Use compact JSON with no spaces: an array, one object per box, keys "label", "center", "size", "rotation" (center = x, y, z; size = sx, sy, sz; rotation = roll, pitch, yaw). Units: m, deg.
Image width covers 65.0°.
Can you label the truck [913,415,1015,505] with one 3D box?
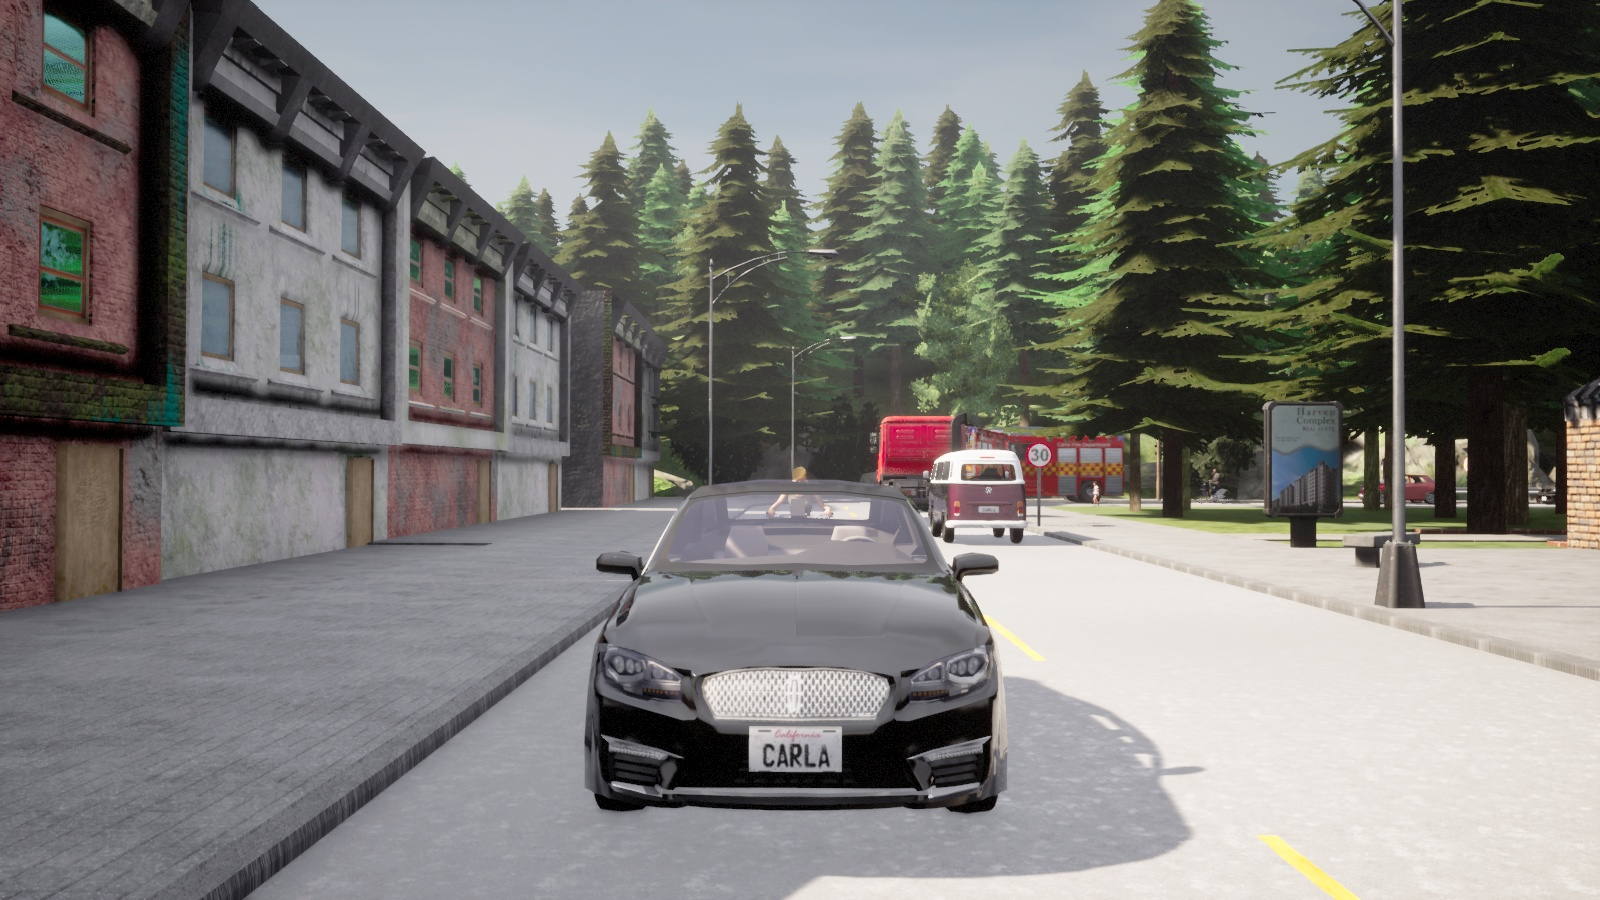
[{"label":"truck","center":[7.659,0.560,57.619],"size":[2.891,3.827,8.468],"rotation":[-1,-2,19]}]

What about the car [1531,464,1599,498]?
[{"label":"car","center":[39.875,1.562,63.444],"size":[4.611,1.667,2.242],"rotation":[0,-1,0]}]

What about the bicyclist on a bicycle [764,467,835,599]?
[{"label":"bicyclist on a bicycle","center":[0.004,1.020,16.037],"size":[0.866,1.612,1.509],"rotation":[0,-1,1]}]

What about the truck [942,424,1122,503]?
[{"label":"truck","center":[11.625,0.664,63.356],"size":[8.468,3.827,2.891],"rotation":[0,0,-4]}]

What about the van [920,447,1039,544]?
[{"label":"van","center":[4.006,1.003,28.737],"size":[2.069,2.038,4.480],"rotation":[0,-1,0]}]

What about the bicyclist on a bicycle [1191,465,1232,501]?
[{"label":"bicyclist on a bicycle","center":[20.761,1.663,63.343],"size":[1.843,1.776,0.659],"rotation":[0,-1,0]}]

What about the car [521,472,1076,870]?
[{"label":"car","center":[-0.007,0.893,7.280],"size":[2.128,1.511,4.902],"rotation":[0,-1,0]}]

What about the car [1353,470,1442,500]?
[{"label":"car","center":[30.127,1.771,63.389],"size":[3.633,1.501,1.845],"rotation":[0,-1,0]}]

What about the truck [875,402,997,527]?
[{"label":"truck","center":[4.011,0.466,38.741],"size":[2.891,3.462,7.936],"rotation":[0,-1,0]}]
